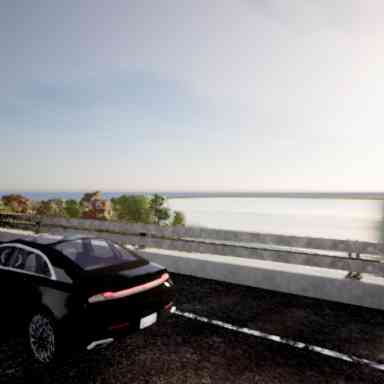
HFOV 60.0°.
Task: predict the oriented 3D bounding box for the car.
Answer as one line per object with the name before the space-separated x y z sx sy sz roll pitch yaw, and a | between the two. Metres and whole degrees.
car | -2.546 1.493 5.832 4.902 1.511 2.128 0 0 36
